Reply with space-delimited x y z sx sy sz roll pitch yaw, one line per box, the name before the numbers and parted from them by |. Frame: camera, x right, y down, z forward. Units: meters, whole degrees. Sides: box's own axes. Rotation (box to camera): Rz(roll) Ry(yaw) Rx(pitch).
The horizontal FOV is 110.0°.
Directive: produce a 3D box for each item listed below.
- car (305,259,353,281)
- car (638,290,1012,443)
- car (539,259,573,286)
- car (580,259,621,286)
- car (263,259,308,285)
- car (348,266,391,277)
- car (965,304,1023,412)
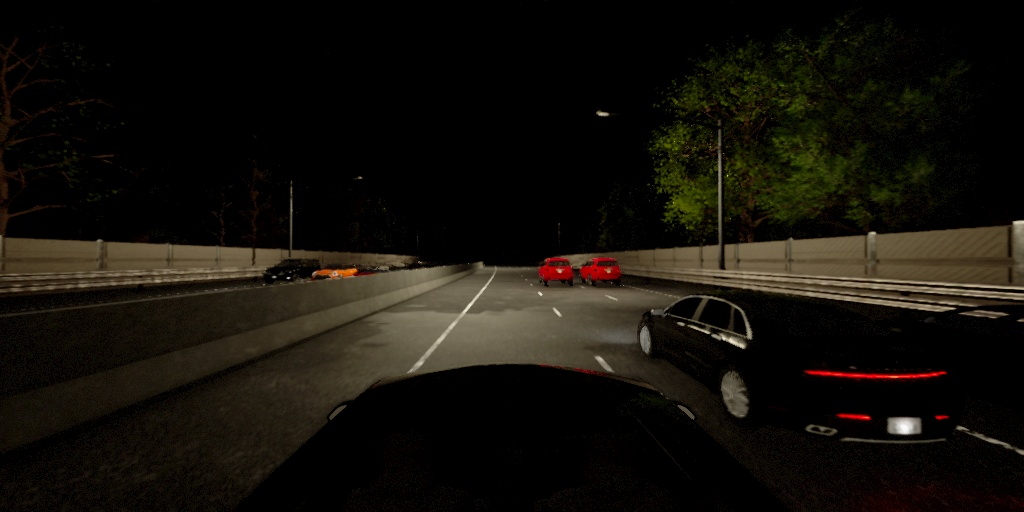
car | -14.343 1.378 29.275 2.097 1.767 4.553 0 -1 -1
car | 3.568 1.296 5.681 1.837 1.490 4.892 0 0 0
car | 3.372 1.236 28.173 2.150 2.045 5.566 0 -1 -1
car | 6.870 1.237 28.265 2.150 2.045 5.566 0 -1 -1
car | -17.857 1.254 29.582 2.150 2.045 5.566 0 -1 -2
car | -10.829 1.618 28.410 1.895 1.301 4.718 0 -1 -1
car | 7.073 1.345 4.956 1.994 1.385 4.181 0 -1 0
